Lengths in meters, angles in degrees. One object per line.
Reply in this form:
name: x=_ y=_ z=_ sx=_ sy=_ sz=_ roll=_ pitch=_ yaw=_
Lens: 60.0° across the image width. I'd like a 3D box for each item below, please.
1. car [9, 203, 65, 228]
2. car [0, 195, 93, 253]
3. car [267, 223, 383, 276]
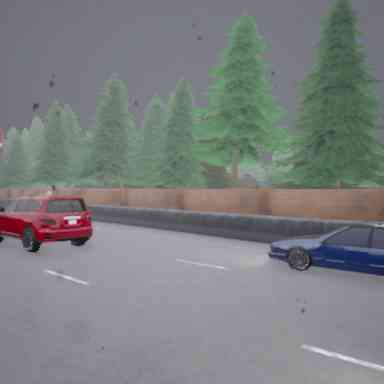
car: x=-10.485 y=1.486 z=22.295 sx=4.718 sy=1.301 sz=1.895 roll=1 pitch=0 yaw=44
car: x=-6.307 y=1.153 z=13.678 sx=5.566 sy=2.045 sz=2.150 roll=1 pitch=0 yaw=41
car: x=4.885 y=1.569 z=9.155 sx=5.357 sy=1.411 sz=2.033 roll=0 pitch=0 yaw=37
